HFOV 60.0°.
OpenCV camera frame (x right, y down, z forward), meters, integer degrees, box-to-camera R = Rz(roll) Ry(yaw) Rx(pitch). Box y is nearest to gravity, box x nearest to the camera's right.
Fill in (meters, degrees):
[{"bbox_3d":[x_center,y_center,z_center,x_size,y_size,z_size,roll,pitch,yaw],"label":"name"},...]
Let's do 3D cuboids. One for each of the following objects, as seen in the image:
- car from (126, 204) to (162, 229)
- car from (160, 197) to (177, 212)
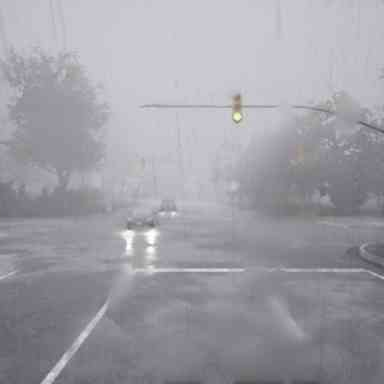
[{"bbox_3d":[-3.478,1.823,24.102,1.812,1.442,4.674,0,-1,0],"label":"car"},{"bbox_3d":[-3.478,1.885,49.906,2.150,2.045,5.566,0,1,0],"label":"car"}]
